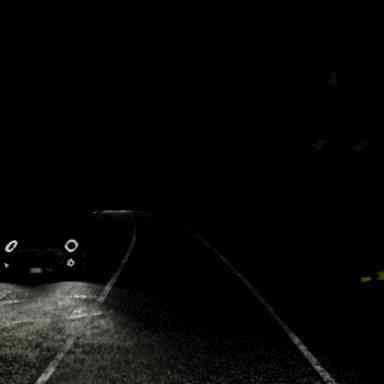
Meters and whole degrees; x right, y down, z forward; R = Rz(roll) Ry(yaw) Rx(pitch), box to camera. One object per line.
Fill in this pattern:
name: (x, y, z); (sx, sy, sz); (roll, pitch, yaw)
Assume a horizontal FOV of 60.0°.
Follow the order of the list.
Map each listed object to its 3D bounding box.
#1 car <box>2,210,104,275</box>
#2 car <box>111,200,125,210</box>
car: (-4.255, 1.475, 10.903); (2.097, 1.767, 4.553); (0, -1, -5)
car: (-11.473, 2.042, 51.655); (1.837, 1.490, 4.892); (1, -1, -11)
